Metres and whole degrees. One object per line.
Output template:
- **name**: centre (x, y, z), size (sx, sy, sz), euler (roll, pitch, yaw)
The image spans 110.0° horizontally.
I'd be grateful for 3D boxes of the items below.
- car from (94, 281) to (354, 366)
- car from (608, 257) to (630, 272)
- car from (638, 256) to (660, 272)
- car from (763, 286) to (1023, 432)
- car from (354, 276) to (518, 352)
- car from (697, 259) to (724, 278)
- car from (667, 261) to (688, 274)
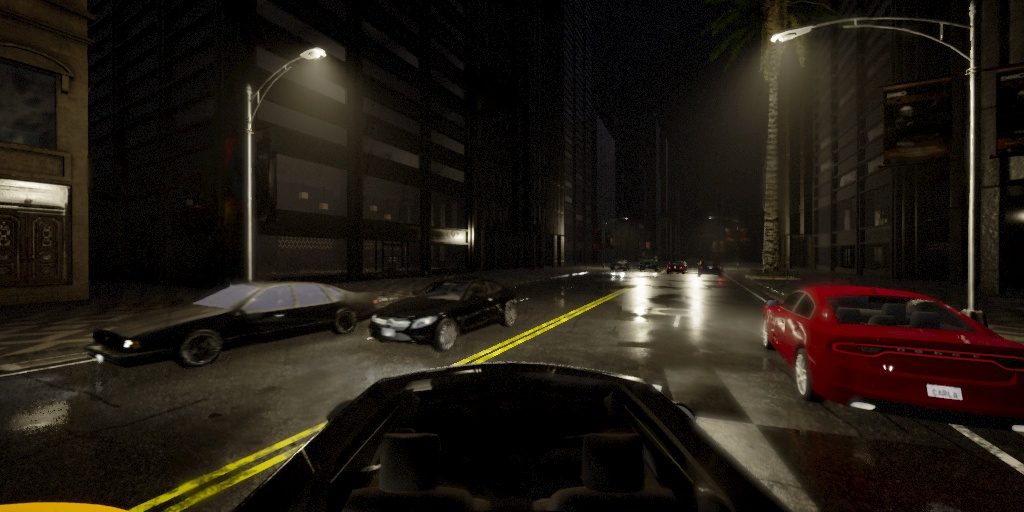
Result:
- **car**: centre (-5.586, 1.297, 8.278), size (2.033, 1.411, 5.357), euler (0, 0, 27)
- **car**: centre (13.997, 1.262, 46.336), size (2.128, 1.511, 4.902), euler (0, 0, 27)
- **car**: centre (18.097, 0.994, 47.202), size (2.150, 2.045, 5.566), euler (0, 0, 27)
- **car**: centre (5.513, 1.228, 5.834), size (1.882, 1.535, 5.008), euler (0, 0, 27)
- **car**: centre (-1.423, 1.275, 9.265), size (1.812, 1.442, 4.674), euler (0, 0, 27)
- **car**: centre (19.287, 1.116, 34.911), size (2.097, 1.767, 4.553), euler (0, 0, 27)
- **car**: centre (18.647, 1.315, 40.733), size (2.033, 1.411, 5.357), euler (0, 0, 27)
